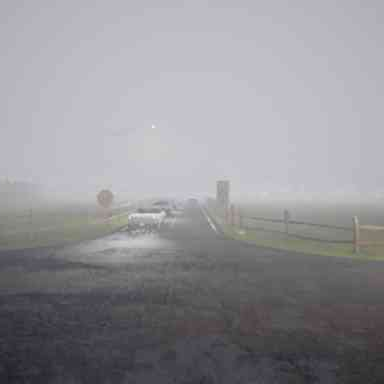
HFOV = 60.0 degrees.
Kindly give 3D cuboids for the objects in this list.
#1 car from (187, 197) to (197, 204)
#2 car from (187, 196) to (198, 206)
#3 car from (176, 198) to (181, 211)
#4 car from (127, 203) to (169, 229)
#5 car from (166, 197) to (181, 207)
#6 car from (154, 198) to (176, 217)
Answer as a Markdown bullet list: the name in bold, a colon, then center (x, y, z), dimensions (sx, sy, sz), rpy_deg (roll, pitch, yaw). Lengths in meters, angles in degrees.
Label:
- **car**: center (0.004, 1.599, 64.485), dimensions (1.895, 1.301, 4.718), rpy_deg (0, 0, 0)
- **car**: center (0.078, 1.478, 54.346), dimensions (1.882, 1.535, 5.008), rpy_deg (0, 0, 0)
- **car**: center (-2.823, 1.565, 41.331), dimensions (1.994, 1.385, 4.181), rpy_deg (0, 0, 1)
- **car**: center (-2.893, 1.602, 21.778), dimensions (1.895, 1.301, 4.718), rpy_deg (0, 0, 2)
- **car**: center (-2.789, 1.565, 51.343), dimensions (1.994, 1.385, 4.181), rpy_deg (0, 0, 0)
- **car**: center (-2.841, 1.479, 31.524), dimensions (1.882, 1.535, 5.008), rpy_deg (0, 0, 0)
